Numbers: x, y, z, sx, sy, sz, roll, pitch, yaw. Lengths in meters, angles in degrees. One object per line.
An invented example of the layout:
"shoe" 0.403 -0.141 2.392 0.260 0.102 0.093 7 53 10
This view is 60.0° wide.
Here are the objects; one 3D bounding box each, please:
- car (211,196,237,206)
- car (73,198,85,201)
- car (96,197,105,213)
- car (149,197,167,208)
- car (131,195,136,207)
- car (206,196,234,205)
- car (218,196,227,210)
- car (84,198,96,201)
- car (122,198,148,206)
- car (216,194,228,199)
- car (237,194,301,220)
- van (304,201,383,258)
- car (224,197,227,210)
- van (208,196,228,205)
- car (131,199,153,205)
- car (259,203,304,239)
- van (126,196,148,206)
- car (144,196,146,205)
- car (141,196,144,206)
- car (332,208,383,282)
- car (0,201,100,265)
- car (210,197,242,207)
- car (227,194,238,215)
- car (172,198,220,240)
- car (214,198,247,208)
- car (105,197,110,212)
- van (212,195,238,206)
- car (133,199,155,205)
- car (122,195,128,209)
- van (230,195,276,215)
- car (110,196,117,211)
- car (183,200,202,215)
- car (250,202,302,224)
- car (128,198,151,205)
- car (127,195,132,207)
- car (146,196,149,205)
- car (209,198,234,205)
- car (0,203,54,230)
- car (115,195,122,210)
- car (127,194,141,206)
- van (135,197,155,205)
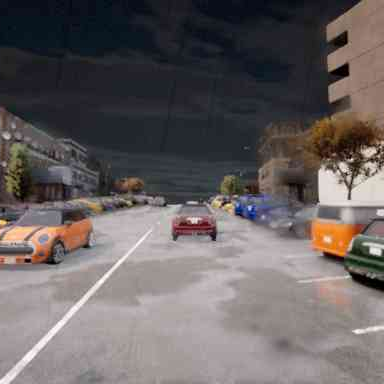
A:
"car" 6.203 1.792 65.193 4.553 1.767 2.185 1 -2 -20
"car" -11.419 1.519 26.753 4.892 1.521 2.231 -1 0 -21
"car" -11.468 1.528 32.623 5.008 1.535 2.097 -1 0 -20
"car" -5.222 1.565 53.321 2.097 1.767 4.553 0 -1 0
"car" -11.742 1.648 50.164 5.366 1.575 1.946 -1 0 -20
"car" 6.236 1.899 74.163 5.566 2.045 2.435 1 -2 -20
"car" 6.124 1.553 38.203 5.366 1.575 1.946 1 0 -20
"car" -11.442 1.524 29.685 4.892 1.521 2.231 -1 0 -20
"car" -11.583 1.984 67.826 5.008 1.535 2.097 0 -2 -20
"car" 6.309 1.322 41.274 5.566 2.045 2.435 1 -1 -20
"car" 6.393 1.280 23.274 5.566 2.045 2.435 1 0 -20
"van" 6.346 1.291 11.271 4.442 1.987 1.878 1 0 -19
"car" 6.166 1.538 32.210 5.366 1.575 1.946 1 0 -20
"van" 6.170 2.112 80.123 4.442 1.987 1.878 1 -2 -20
"car" -11.554 2.272 76.630 4.674 1.452 2.002 0 -2 -20
"car" 6.325 1.524 17.238 4.892 1.521 2.231 1 0 -19
"van" -11.682 1.836 70.725 4.442 1.987 1.878 0 -1 -20
"car" -11.555 1.723 61.969 4.553 1.767 2.185 0 -1 -20
"car" -11.578 1.792 59.028 4.892 1.521 2.231 -1 -1 -20
"car" 6.155 1.385 8.218 4.553 1.767 2.185 1 0 -19
"car" -5.088 1.371 11.706 2.097 1.767 4.553 0 0 2
"car" 6.057 1.788 59.144 5.366 1.575 1.946 1 -1 -20
"car" 6.389 1.288 29.293 5.566 2.045 2.435 1 0 -20
"car" 0.107 1.378 17.307 2.097 1.767 4.553 0 0 0
"car" 6.210 1.725 53.213 4.792 1.488 2.163 1 -1 -20
"car" -11.468 1.410 35.565 4.553 1.767 2.185 -1 0 -20
"van" 6.124 1.624 62.164 4.442 1.987 1.878 1 -1 -20
"car" -11.509 2.357 79.563 4.792 1.488 2.163 0 -2 -20
"car" -11.540 1.586 44.361 5.008 1.535 2.097 -1 0 -20
"van" 6.430 1.324 35.316 4.442 1.987 1.878 1 0 -20
"car" -11.520 1.587 38.497 4.674 1.452 2.002 -1 -1 -20
"car" 0.024 1.580 35.056 1.812 1.442 4.674 0 0 0
"car" 6.370 1.557 20.258 4.792 1.488 2.163 1 0 -20
"car" -11.565 2.184 73.693 4.674 1.452 2.002 0 -2 -20
"car" -11.565 1.616 47.292 5.008 1.535 2.097 -1 -1 -20
"car" -11.555 1.944 64.909 4.792 1.488 2.163 0 -2 -20
"car" 6.272 2.097 71.193 4.792 1.488 2.163 1 -2 -20
"car" -11.336 1.537 20.891 4.792 1.488 2.163 -1 0 -21
"car" -11.504 1.438 41.431 4.553 1.767 2.185 -1 0 -20
"car" -11.606 1.441 53.149 5.566 2.045 2.435 -1 -1 -20
"van" -11.633 2.216 82.451 4.442 1.987 1.878 0 -2 -20
